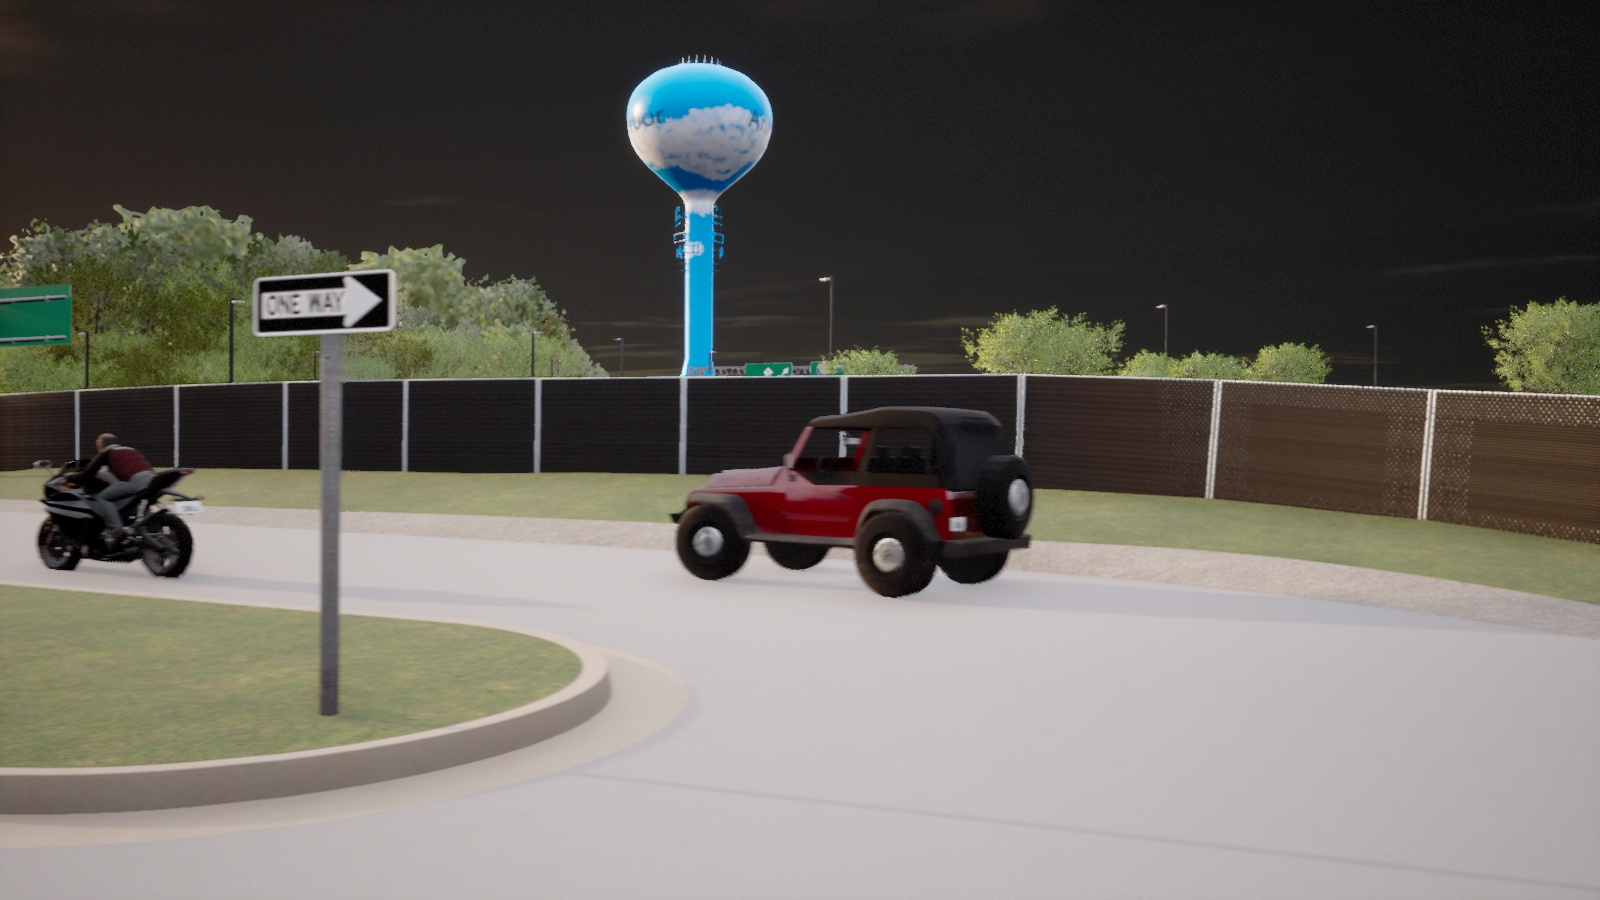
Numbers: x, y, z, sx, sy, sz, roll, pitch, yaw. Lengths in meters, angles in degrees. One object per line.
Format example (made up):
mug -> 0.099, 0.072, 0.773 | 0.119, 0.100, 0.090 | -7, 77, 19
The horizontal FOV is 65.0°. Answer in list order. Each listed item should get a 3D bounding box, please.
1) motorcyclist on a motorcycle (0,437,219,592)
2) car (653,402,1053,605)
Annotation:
motorcyclist on a motorcycle -> -7.370, 0.637, 13.368 | 2.191, 1.530, 0.866 | 1, 0, 22
car -> 0.517, 0.487, 13.532 | 3.866, 1.878, 1.905 | 1, 0, 35
